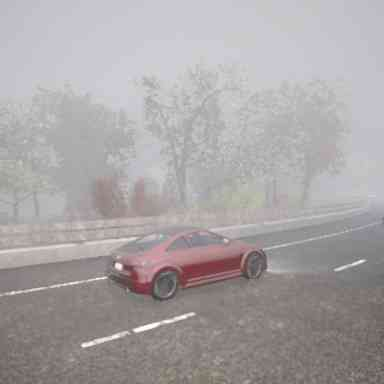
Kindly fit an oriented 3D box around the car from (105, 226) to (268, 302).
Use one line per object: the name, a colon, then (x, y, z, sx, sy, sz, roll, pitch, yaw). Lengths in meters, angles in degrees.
car: (-0.007, 1.564, 8.414, 4.181, 1.385, 1.994, 0, 0, -38)
